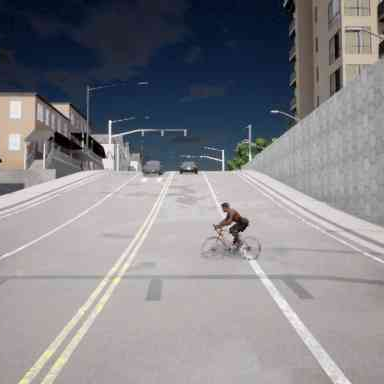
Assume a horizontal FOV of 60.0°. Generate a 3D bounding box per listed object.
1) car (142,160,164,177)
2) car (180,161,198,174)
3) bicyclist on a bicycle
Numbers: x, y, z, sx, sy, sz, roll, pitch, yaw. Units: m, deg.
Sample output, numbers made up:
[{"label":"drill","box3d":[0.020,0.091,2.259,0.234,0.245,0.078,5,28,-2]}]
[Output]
[{"label":"car","box3d":[-3.980,-2.495,34.511,1.837,1.490,4.892,0,9,-1]},{"label":"car","box3d":[-0.355,-2.808,37.305,1.994,1.385,4.181,0,7,0]},{"label":"bicyclist on a bicycle","box3d":[1.082,1.106,9.160,1.656,1.620,0.582,-1,4,-1]}]
